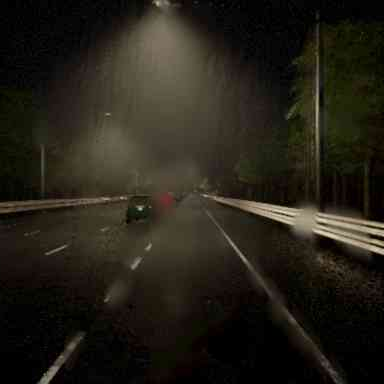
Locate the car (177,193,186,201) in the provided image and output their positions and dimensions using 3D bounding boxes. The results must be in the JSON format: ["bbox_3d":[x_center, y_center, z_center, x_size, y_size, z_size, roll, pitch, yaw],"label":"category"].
[{"bbox_3d":[-3.509,1.371,90.056,2.150,2.045,5.566,0,0,0],"label":"car"}]

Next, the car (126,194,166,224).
[{"bbox_3d":[-3.503,1.234,25.241,2.150,2.045,5.566,0,0,0],"label":"car"}]

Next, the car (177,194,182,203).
[{"bbox_3d":[-3.506,1.601,68.318,1.812,1.442,4.674,0,0,0],"label":"car"}]

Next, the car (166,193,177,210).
[{"bbox_3d":[-3.507,1.249,42.393,2.150,2.045,5.566,0,0,0],"label":"car"}]
